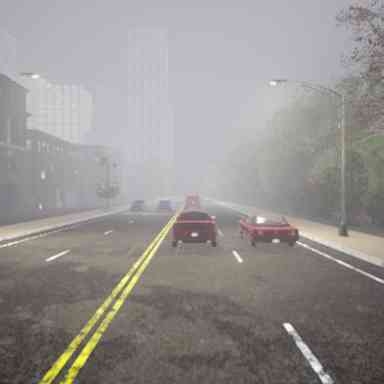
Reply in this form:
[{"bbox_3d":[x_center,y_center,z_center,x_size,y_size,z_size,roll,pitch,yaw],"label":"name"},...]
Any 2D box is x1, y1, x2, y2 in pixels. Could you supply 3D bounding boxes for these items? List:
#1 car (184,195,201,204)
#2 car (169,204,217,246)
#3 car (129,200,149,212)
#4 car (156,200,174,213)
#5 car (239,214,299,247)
[{"bbox_3d":[0.106,1.465,47.324,2.150,2.045,5.566,0,0,0],"label":"car"},{"bbox_3d":[0.102,1.561,15.765,1.882,1.535,5.008,0,0,0],"label":"car"},{"bbox_3d":[-6.569,1.723,41.629,1.837,1.490,4.892,0,-1,0],"label":"car"},{"bbox_3d":[-3.321,1.692,41.325,1.882,1.535,5.008,0,-1,0],"label":"car"},{"bbox_3d":[3.352,1.683,15.484,1.895,1.301,4.718,0,0,0],"label":"car"}]
